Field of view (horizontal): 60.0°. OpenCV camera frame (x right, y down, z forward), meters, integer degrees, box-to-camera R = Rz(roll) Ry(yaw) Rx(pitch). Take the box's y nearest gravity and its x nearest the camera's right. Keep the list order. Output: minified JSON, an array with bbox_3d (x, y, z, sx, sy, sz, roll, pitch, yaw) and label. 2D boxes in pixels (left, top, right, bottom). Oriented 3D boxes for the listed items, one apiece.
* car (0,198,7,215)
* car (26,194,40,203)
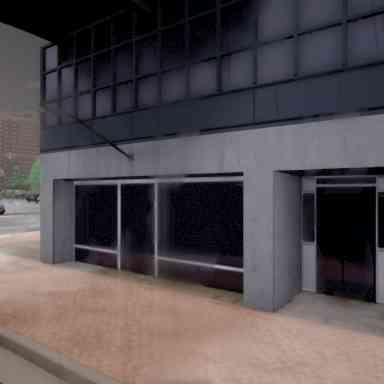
[{"bbox_3d":[-17.894,1.491,27.199,2.128,1.511,4.902,0,0,36],"label":"car"},{"bbox_3d":[-30.237,1.153,64.728,4.605,1.855,1.932,0,0,35],"label":"car"}]
